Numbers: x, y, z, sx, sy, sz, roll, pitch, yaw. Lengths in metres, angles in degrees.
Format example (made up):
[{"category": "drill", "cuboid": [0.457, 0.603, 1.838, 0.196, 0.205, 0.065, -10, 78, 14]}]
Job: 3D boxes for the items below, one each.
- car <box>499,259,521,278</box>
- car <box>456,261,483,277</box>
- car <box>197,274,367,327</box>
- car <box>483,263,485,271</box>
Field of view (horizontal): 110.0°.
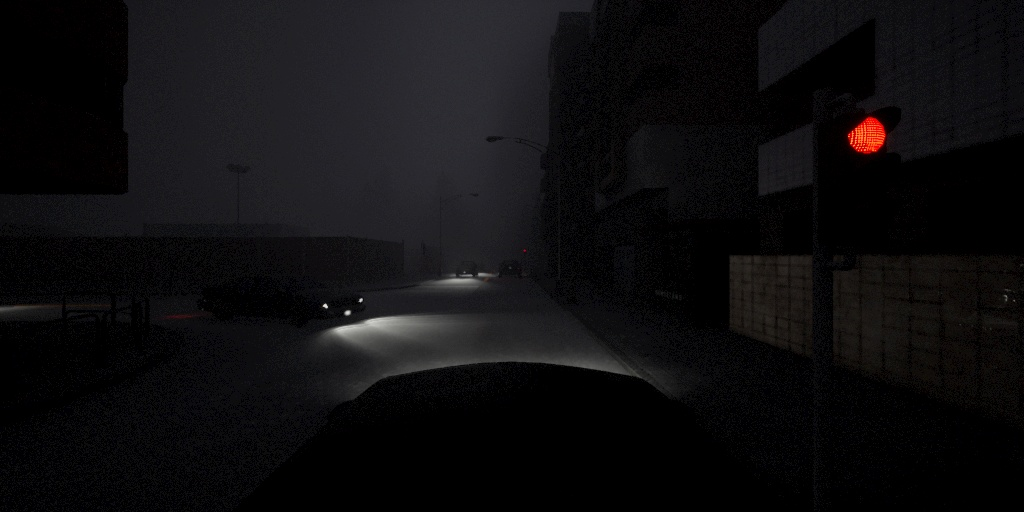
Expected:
[{"category": "car", "cuboid": [-0.194, 1.102, 34.784, 2.097, 1.767, 4.553, 0, 0, -1]}, {"category": "car", "cuboid": [-4.409, 1.241, 35.652, 2.128, 1.511, 4.902, 0, 0, 0]}, {"category": "car", "cuboid": [-7.379, 1.297, 11.437, 5.357, 1.411, 2.033, 0, 0, 18]}, {"category": "car", "cuboid": [-4.476, 1.351, 45.766, 1.895, 1.301, 4.718, 0, 0, 0]}]
